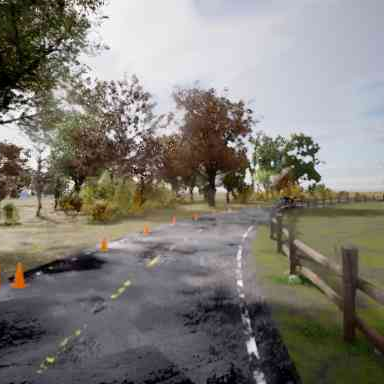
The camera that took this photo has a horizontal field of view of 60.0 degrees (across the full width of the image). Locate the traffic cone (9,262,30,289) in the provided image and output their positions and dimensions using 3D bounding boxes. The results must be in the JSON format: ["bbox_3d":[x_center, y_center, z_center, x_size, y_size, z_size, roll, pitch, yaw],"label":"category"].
[{"bbox_3d":[-4.105,1.960,7.917,0.340,0.580,0.340,0,0,6],"label":"traffic cone"}]

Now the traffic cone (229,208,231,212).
[{"bbox_3d":[4.293,1.969,37.451,0.340,0.580,0.340,0,0,26],"label":"traffic cone"}]

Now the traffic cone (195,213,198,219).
[{"bbox_3d":[0.349,1.994,27.956,0.340,0.580,0.340,0,0,19],"label":"traffic cone"}]

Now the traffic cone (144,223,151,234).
[{"bbox_3d":[-2.463,1.990,18.067,0.340,0.580,0.340,0,0,13],"label":"traffic cone"}]

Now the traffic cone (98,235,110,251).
[{"bbox_3d":[-3.432,1.978,13.016,0.340,0.580,0.340,0,0,9],"label":"traffic cone"}]

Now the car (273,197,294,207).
[{"bbox_3d":[13.440,1.462,48.677,1.812,1.442,4.674,0,1,35],"label":"car"}]
